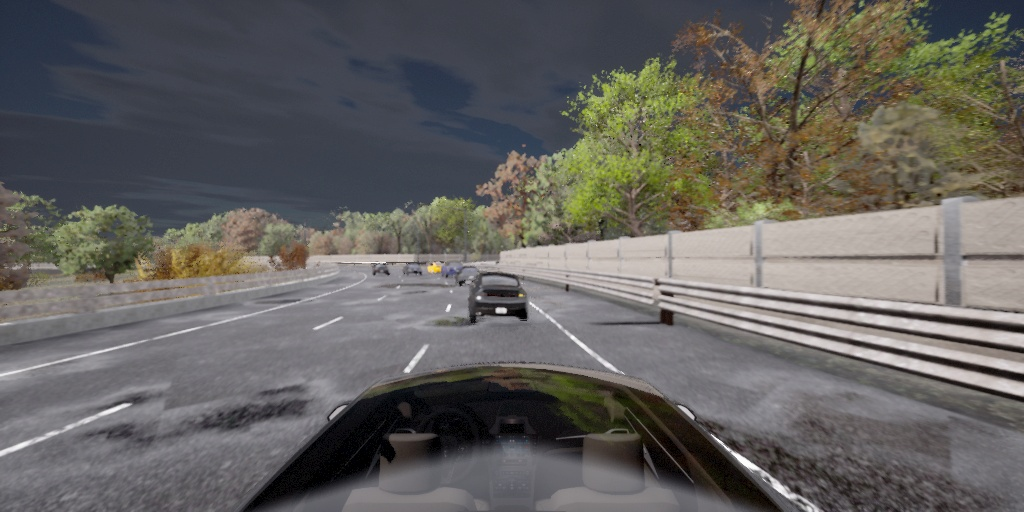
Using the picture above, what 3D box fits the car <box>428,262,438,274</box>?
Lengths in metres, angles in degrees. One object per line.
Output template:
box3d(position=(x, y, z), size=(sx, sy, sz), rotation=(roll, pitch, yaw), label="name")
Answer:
box3d(position=(-9.821, 1.582, 47.272), size=(1.882, 1.535, 5.008), rotation=(0, 0, -24), label="car")

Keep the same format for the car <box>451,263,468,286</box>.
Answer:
box3d(position=(-3.323, 1.506, 27.637), size=(1.994, 1.385, 4.181), rotation=(0, 0, -13), label="car")

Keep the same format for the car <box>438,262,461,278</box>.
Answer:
box3d(position=(-6.390, 1.382, 38.581), size=(2.097, 1.767, 4.553), rotation=(0, 0, -19), label="car")

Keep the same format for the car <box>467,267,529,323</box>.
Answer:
box3d(position=(-0.574, 1.301, 12.718), size=(1.837, 1.490, 4.892), rotation=(2, 0, -7), label="car")

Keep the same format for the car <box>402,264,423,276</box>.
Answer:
box3d(position=(-12.283, 1.642, 44.095), size=(2.033, 1.411, 5.357), rotation=(0, 0, -24), label="car")

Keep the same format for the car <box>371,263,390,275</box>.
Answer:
box3d(position=(-16.495, 1.646, 44.979), size=(1.812, 1.442, 4.674), rotation=(0, 0, -24), label="car")
